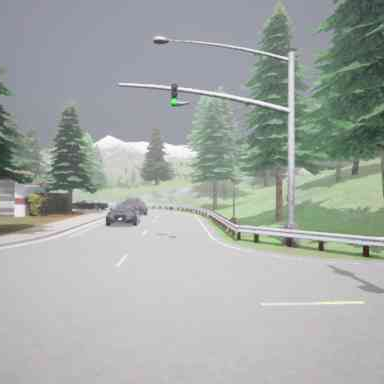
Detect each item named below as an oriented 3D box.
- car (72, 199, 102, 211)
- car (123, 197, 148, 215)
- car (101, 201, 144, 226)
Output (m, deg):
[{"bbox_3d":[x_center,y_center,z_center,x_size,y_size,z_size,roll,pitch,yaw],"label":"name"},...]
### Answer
[{"bbox_3d":[-12.638,1.564,40.489,4.718,1.301,1.895,0,0,12],"label":"car"},{"bbox_3d":[-5.841,1.319,32.946,2.097,1.767,4.553,0,0,-21],"label":"car"},{"bbox_3d":[-4.721,1.540,23.184,1.994,1.385,4.181,0,0,-4],"label":"car"}]
